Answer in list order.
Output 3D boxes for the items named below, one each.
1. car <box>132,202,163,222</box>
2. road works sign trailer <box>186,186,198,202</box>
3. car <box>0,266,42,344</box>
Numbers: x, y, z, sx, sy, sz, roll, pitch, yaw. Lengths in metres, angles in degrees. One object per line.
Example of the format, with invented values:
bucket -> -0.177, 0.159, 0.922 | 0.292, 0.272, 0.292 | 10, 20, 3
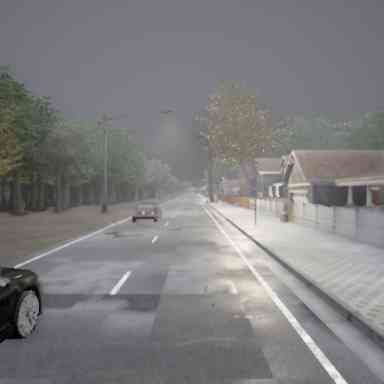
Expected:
car -> -3.391, 1.514, 25.722 | 2.033, 1.411, 5.357 | 0, 0, 0
road works sign trailer -> 0.026, 0.435, 78.456 | 2.380, 3.560, 2.880 | 0, 0, 0
car -> -3.397, 1.486, 3.609 | 2.128, 1.511, 4.902 | 0, 0, 0
